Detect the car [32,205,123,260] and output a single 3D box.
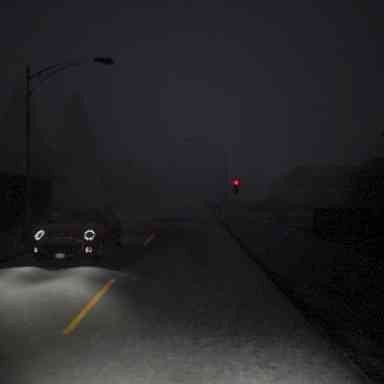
[{"bbox_3d":[-3.997,1.344,12.311,2.097,1.767,4.553,0,0,0],"label":"car"}]
